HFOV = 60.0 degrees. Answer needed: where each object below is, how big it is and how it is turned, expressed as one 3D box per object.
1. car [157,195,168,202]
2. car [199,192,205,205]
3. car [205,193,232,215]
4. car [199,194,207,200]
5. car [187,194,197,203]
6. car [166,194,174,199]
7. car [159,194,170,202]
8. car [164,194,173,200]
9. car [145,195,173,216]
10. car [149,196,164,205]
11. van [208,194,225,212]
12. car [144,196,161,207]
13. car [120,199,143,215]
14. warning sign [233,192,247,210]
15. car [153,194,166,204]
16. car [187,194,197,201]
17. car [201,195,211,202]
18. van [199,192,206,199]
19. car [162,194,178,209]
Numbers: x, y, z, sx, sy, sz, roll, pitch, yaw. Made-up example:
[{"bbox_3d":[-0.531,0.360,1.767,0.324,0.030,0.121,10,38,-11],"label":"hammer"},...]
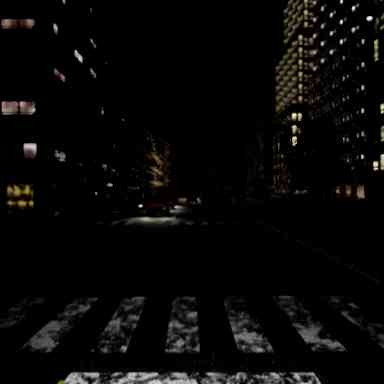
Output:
[{"bbox_3d":[-5.698,1.307,64.903,1.802,1.307,4.206,0,0,0],"label":"car"},{"bbox_3d":[2.682,1.078,53.848,2.192,1.841,5.009,0,0,0],"label":"car"},{"bbox_3d":[2.683,1.164,31.742,2.192,1.841,5.009,0,0,0],"label":"car"},{"bbox_3d":[2.682,1.196,81.652,1.752,1.417,4.829,0,0,0],"label":"car"},{"bbox_3d":[-0.004,1.218,60.519,1.882,1.535,5.008,0,0,0],"label":"car"},{"bbox_3d":[-5.699,1.199,87.008,1.887,1.381,4.507,0,0,0],"label":"car"},{"bbox_3d":[-5.699,1.146,70.429,1.967,1.590,4.097,0,0,0],"label":"car"},{"bbox_3d":[-5.699,1.197,81.312,1.752,1.417,4.829,0,0,0],"label":"car"},{"bbox_3d":[-3.102,1.330,31.212,1.882,1.535,5.008,0,0,0],"label":"car"},{"bbox_3d":[-5.697,1.308,53.848,1.887,1.381,4.507,0,0,0],"label":"car"},{"bbox_3d":[2.683,1.167,37.268,1.690,1.788,3.998,0,0,0],"label":"van"},{"bbox_3d":[-5.697,1.334,48.322,2.008,1.369,4.403,0,0,0],"label":"car"},{"bbox_3d":[-5.695,1.400,31.743,2.008,1.369,4.403,0,0,0],"label":"car"},{"bbox_3d":[5.070,0.951,34.998,1.300,1.860,1.060,0,0,0],"label":"warning sign"},{"bbox_3d":[-5.698,1.184,59.375,1.967,1.590,4.097,0,0,0],"label":"car"},{"bbox_3d":[-0.004,1.158,70.936,2.033,1.411,5.357,0,0,0],"label":"car"},{"bbox_3d":[2.682,1.270,64.903,1.887,1.381,4.507,0,0,0],"label":"car"},{"bbox_3d":[2.680,0.996,87.008,1.690,1.788,3.998,0,0,0],"label":"van"},{"bbox_3d":[-3.094,1.337,40.997,1.812,1.442,4.674,0,0,0],"label":"car"}]
